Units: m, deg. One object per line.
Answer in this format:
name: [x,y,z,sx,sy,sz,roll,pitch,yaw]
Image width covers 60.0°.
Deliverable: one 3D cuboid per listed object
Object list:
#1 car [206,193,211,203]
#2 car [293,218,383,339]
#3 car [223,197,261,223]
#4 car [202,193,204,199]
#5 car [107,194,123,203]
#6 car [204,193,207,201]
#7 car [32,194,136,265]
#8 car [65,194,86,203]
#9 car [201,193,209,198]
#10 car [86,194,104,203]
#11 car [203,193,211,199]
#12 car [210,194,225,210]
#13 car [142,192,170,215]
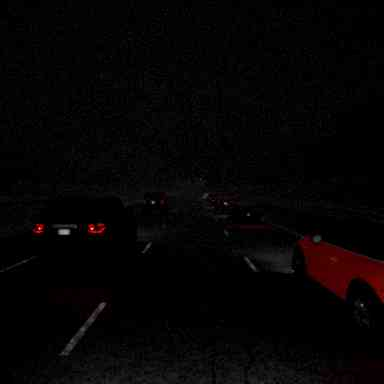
car: [3.577,1.206,48.521,2.033,1.411,5.357,0,0,0]
car: [3.611,1.302,6.650,2.097,1.767,4.553,0,0,0]
car: [3.638,1.304,23.898,1.882,1.535,5.008,0,0,0]
car: [3.611,1.120,70.555,1.895,1.301,4.718,0,0,0]
car: [-13.936,1.108,60.182,1.812,1.442,4.674,0,0,1]
car: [3.594,1.092,59.523,1.837,1.490,4.892,0,0,0]
car: [-3.382,1.136,11.497,2.150,2.045,5.566,0,0,0]
car: [-20.929,1.076,60.074,2.128,1.511,4.902,0,0,1]
car: [3.646,1.003,92.560,1.895,1.301,4.718,0,0,0]
car: [-17.431,1.108,60.106,1.812,1.442,4.674,0,0,1]
car: [3.628,0.983,81.527,1.812,1.442,4.674,0,0,0]
car: [3.559,1.236,37.549,2.163,1.488,4.792,0,0,0]
car: [-3.351,0.995,31.413,2.150,2.045,5.566,0,0,0]
